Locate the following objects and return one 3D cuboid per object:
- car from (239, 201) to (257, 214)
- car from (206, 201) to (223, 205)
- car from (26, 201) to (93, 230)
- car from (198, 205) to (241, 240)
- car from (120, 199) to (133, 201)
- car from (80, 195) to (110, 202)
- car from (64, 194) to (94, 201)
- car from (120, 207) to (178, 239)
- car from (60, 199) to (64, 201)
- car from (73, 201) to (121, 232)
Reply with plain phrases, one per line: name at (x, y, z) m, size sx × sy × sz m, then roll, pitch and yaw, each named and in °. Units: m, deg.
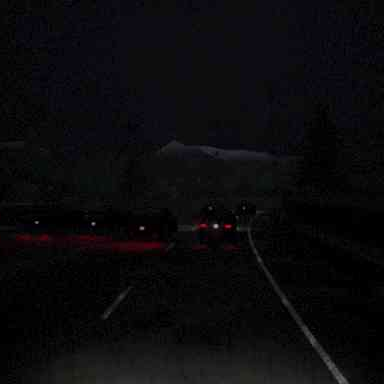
car at (6.369, 1.783, 38.961) m, size 1.994 × 1.385 × 4.181 m, roll 0°, pitch 0°, yaw 17°
car at (2.584, 1.766, 38.608) m, size 1.994 × 1.385 × 4.181 m, roll 0°, pitch 0°, yaw 17°
car at (-8.545, 1.562, 21.495) m, size 2.128 × 1.511 × 4.902 m, roll 0°, pitch 0°, yaw 9°
car at (1.457, 1.642, 17.783) m, size 2.033 × 1.411 × 5.357 m, roll 0°, pitch 0°, yaw 8°
car at (-10.838, 1.820, 53.906) m, size 1.895 × 1.301 × 4.718 m, roll 0°, pitch 0°, yaw 21°
car at (-14.976, 1.674, 52.841) m, size 1.882 × 1.535 × 5.008 m, roll 0°, pitch 0°, yaw 20°
car at (-17.889, 1.417, 55.106) m, size 2.150 × 2.045 × 5.566 m, roll 0°, pitch 0°, yaw 21°
car at (-2.004, 1.558, 18.028) m, size 1.882 × 1.535 × 5.008 m, roll 0°, pitch 0°, yaw 8°
car at (-20.996, 1.694, 56.667) m, size 1.837 × 1.490 × 4.892 m, roll 0°, pitch 0°, yaw 21°
car at (-5.107, 1.573, 20.884) m, size 2.128 × 1.511 × 4.902 m, roll 0°, pitch 0°, yaw 9°
